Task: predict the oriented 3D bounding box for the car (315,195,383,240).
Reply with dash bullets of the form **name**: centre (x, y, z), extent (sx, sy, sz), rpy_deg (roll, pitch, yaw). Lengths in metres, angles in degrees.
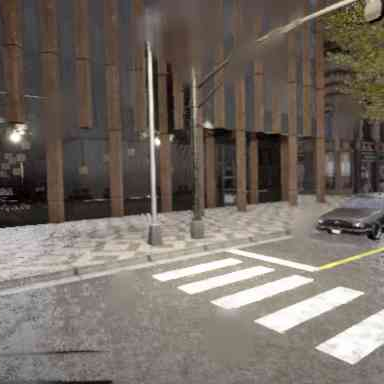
- **car**: centre (7.034, 0.838, 12.892), extent (5.357, 1.411, 2.033), rpy_deg (-3, 3, -36)
